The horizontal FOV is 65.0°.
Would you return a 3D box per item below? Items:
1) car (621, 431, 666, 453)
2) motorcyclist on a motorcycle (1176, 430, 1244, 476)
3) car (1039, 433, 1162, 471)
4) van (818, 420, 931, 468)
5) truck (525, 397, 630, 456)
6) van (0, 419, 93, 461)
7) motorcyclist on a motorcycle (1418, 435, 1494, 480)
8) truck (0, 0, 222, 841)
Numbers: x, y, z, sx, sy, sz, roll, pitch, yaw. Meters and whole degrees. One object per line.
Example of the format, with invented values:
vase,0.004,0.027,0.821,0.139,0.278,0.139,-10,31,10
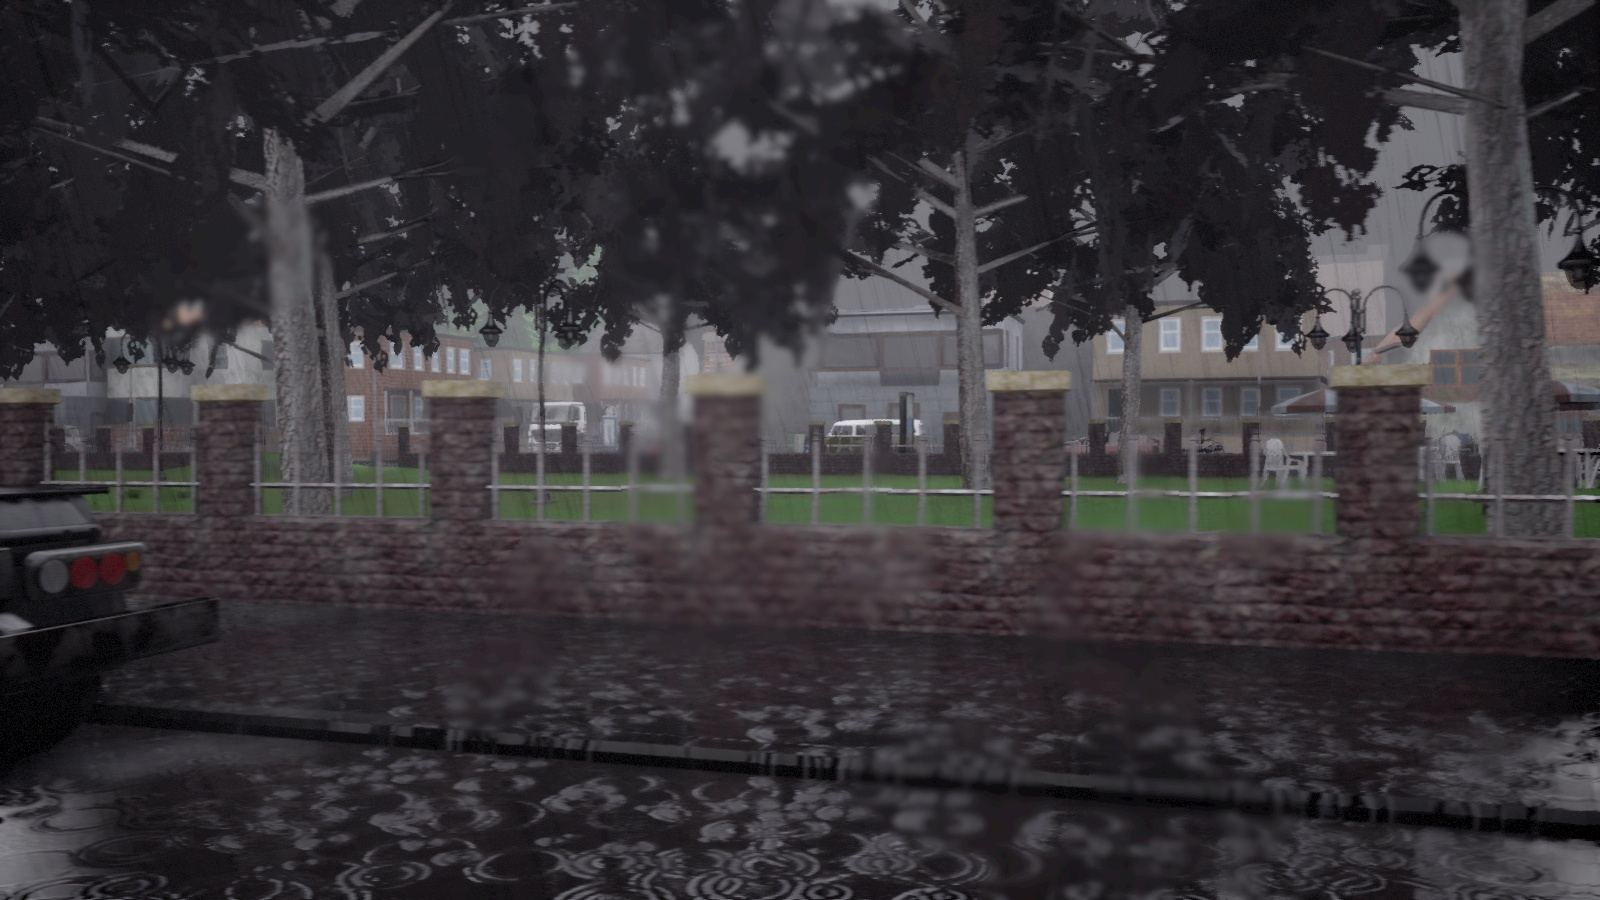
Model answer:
car,-10.971,-0.574,88.343,1.845,1.501,3.633,0,1,17
motorcyclist on a motorcycle,15.112,0.108,46.320,2.350,1.649,0.766,1,1,16
car,12.301,0.070,51.321,4.792,1.488,2.163,0,1,17
van,3.229,-0.280,53.994,4.480,2.038,2.069,0,1,17
truck,-13.780,-1.426,78.600,2.891,3.462,7.936,0,1,20
van,-37.302,-0.513,61.735,4.442,1.987,1.775,0,1,14
motorcyclist on a motorcycle,22.952,0.257,43.977,2.191,1.530,0.866,1,1,15
truck,-6.927,-0.267,5.612,7.936,3.462,2.891,0,1,16
